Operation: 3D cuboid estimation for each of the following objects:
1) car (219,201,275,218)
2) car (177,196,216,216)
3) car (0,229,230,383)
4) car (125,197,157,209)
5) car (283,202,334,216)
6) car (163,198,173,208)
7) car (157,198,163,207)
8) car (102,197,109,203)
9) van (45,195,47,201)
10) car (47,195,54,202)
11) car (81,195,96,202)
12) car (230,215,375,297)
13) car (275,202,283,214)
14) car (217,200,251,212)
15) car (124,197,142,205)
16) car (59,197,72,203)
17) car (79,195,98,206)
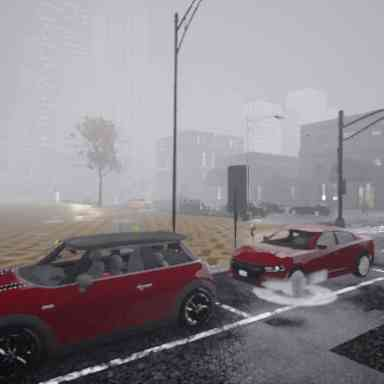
[{"bbox_3d":[4.944,1.545,30.701,1.837,1.490,4.892,1,-1,-35],"label":"car"},{"bbox_3d":[0.511,1.463,32.323,1.967,1.590,4.097,1,-1,-35],"label":"car"},{"bbox_3d":[-1.639,1.438,5.334,4.097,1.590,1.967,0,1,-35],"label":"car"},{"bbox_3d":[-7.585,1.622,48.862,1.882,1.535,5.008,1,-1,-34],"label":"car"},{"bbox_3d":[11.336,1.655,31.859,2.008,1.369,4.403,1,-1,-35],"label":"car"},{"bbox_3d":[-1.901,1.528,50.909,2.192,1.841,5.009,1,-1,-35],"label":"car"},{"bbox_3d":[-5.088,1.679,55.454,1.967,1.590,4.097,1,-1,-35],"label":"car"},{"bbox_3d":[-21.021,1.898,78.385,1.752,1.417,4.829,1,-1,-35],"label":"car"},{"bbox_3d":[-37.291,1.686,87.170,1.690,1.788,3.998,1,-1,-35],"label":"van"},{"bbox_3d":[-34.036,1.842,82.464,1.752,1.417,4.829,1,-1,-35],"label":"car"},{"bbox_3d":[-27.241,1.741,87.376,2.192,1.841,5.009,1,-1,-35],"label":"car"},{"bbox_3d":[2.958,1.535,8.611,4.507,1.381,1.887,0,1,-35],"label":"car"},{"bbox_3d":[8.216,1.696,36.367,1.947,1.339,4.313,1,-1,-35],"label":"car"},{"bbox_3d":[5.097,1.738,40.873,1.802,1.307,4.206,1,-1,-35],"label":"car"},{"bbox_3d":[-11.447,1.732,64.553,1.967,1.590,4.097,1,-1,-35],"label":"car"},{"bbox_3d":[-27.814,1.829,73.475,1.947,1.339,4.313,1,-1,-35],"label":"car"},{"bbox_3d":[-18.240,1.707,59.642,1.752,1.417,4.829,1,-1,-35],"label":"car"}]
